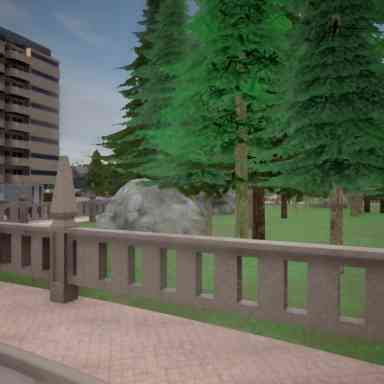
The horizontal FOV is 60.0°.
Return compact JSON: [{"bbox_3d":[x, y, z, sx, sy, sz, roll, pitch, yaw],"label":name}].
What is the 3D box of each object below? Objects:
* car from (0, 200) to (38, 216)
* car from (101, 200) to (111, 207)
[{"bbox_3d":[-17.261,1.619,32.426,1.994,1.385,4.181,0,0,26],"label":"car"},{"bbox_3d":[-13.415,1.581,48.602,1.812,1.442,4.674,0,0,25],"label":"car"}]
